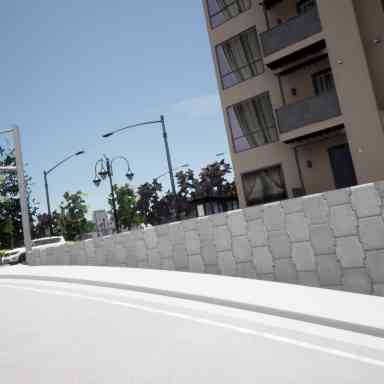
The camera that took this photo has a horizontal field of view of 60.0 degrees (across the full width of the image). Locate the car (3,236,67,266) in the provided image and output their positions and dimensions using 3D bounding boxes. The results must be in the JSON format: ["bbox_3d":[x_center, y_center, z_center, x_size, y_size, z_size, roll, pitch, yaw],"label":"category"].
[{"bbox_3d":[-14.085,5.317,30.302,2.150,2.045,5.566,-14,-8,35],"label":"car"}]
